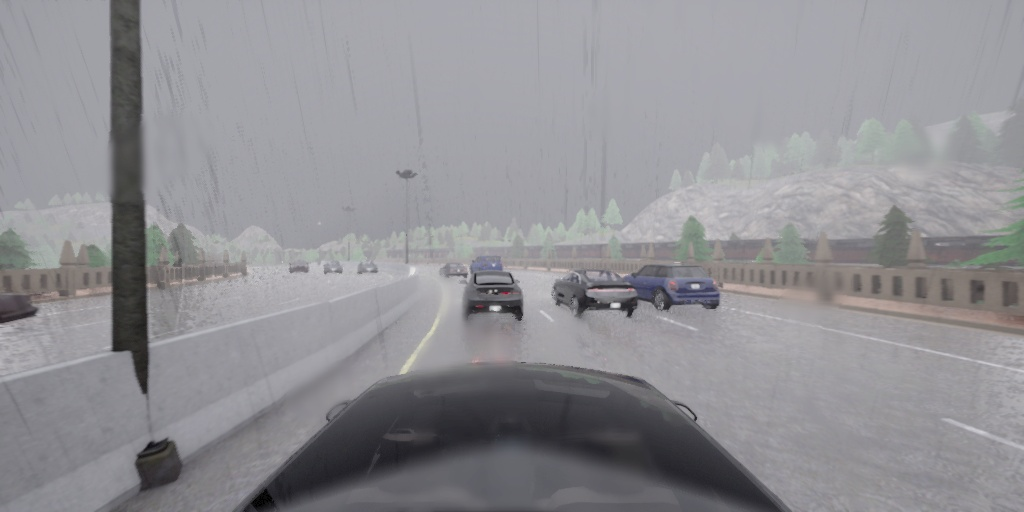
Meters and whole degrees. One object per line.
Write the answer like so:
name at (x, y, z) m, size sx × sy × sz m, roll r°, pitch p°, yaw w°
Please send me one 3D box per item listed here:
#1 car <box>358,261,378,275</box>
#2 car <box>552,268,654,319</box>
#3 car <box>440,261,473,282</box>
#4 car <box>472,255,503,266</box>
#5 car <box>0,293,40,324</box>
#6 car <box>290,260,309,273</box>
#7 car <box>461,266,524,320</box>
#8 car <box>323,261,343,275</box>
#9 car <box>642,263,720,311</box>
car at (-16.588, 1.345, 41.188) m, size 2.128 × 1.511 × 4.902 m, roll 0°, pitch 0°, yaw -27°
car at (2.742, 1.222, 12.805) m, size 2.128 × 1.511 × 4.902 m, roll 0°, pitch 0°, yaw -6°
car at (-5.410, 1.313, 33.137) m, size 2.033 × 1.411 × 5.357 m, roll 0°, pitch 0°, yaw -19°
car at (-2.582, 0.963, 35.517) m, size 2.150 × 2.045 × 5.566 m, roll 0°, pitch 0°, yaw -20°
car at (-14.419, 1.367, 7.851) m, size 2.033 × 1.411 × 5.357 m, roll 0°, pitch 0°, yaw -5°
car at (-27.769, 1.311, 46.823) m, size 2.097 × 1.767 × 4.553 m, roll -1°, pitch 0°, yaw -33°
car at (-0.746, 1.254, 12.646) m, size 1.837 × 1.490 × 4.892 m, roll 0°, pitch 0°, yaw -7°
car at (-21.075, 1.385, 42.309) m, size 2.128 × 1.511 × 4.902 m, roll 0°, pitch 0°, yaw -28°
car at (6.032, 1.063, 14.411) m, size 2.097 × 1.767 × 4.553 m, roll 0°, pitch 0°, yaw -7°
